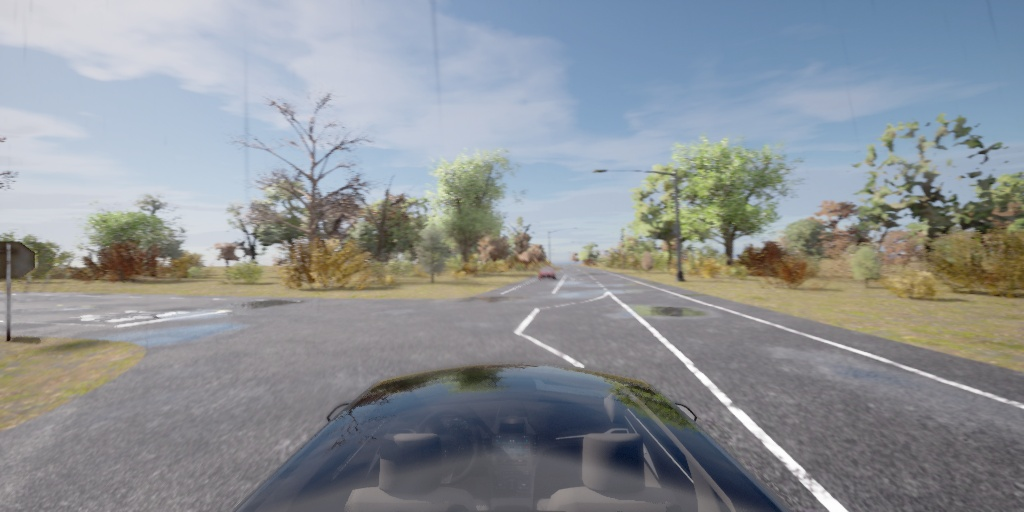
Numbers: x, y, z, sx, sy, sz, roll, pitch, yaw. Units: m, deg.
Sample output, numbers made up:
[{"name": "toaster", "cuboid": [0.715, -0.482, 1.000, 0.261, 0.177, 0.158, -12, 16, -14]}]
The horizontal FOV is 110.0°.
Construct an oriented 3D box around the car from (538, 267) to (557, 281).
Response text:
[{"name": "car", "cuboid": [4.208, 2.059, 42.126, 1.882, 1.535, 5.008, -2, -1, 10]}]
